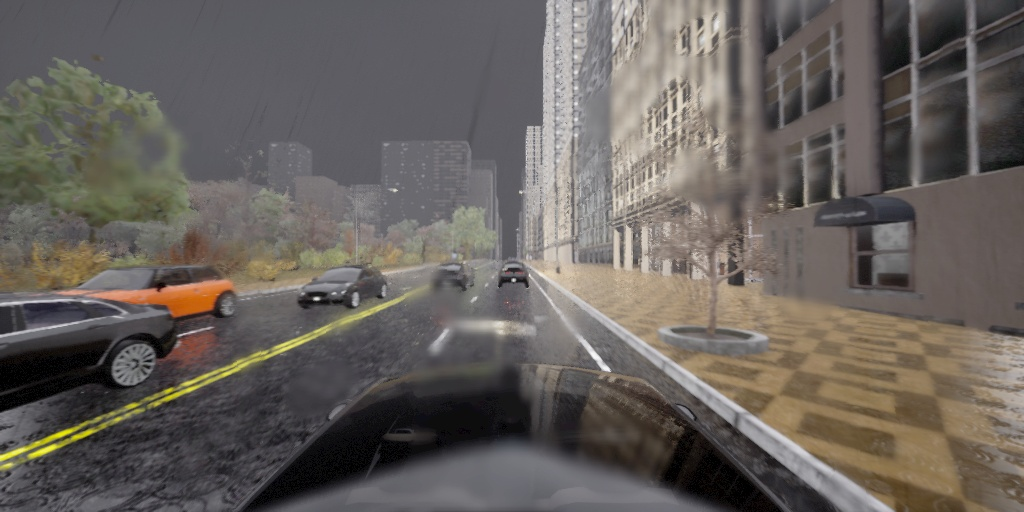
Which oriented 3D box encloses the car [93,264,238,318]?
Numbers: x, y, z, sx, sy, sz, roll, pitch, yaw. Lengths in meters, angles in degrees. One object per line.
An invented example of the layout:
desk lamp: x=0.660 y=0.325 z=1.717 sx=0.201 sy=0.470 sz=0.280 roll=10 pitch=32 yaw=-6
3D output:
car: x=-9.766 y=1.038 z=9.449 sx=2.097 sy=1.767 sz=4.553 roll=0 pitch=1 yaw=0

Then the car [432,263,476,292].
car: x=-3.195 y=1.117 z=20.198 sx=1.837 sy=1.490 sz=4.892 roll=0 pitch=1 yaw=0

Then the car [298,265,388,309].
car: x=-6.499 y=1.155 z=14.352 sx=1.837 sy=1.490 sz=4.892 roll=0 pitch=0 yaw=0

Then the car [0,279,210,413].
car: x=-6.499 y=1.223 z=3.937 sx=2.128 sy=1.511 sz=4.902 roll=0 pitch=0 yaw=0

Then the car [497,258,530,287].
car: x=0.101 y=1.098 z=22.941 sx=1.837 sy=1.490 sz=4.892 roll=0 pitch=1 yaw=0
